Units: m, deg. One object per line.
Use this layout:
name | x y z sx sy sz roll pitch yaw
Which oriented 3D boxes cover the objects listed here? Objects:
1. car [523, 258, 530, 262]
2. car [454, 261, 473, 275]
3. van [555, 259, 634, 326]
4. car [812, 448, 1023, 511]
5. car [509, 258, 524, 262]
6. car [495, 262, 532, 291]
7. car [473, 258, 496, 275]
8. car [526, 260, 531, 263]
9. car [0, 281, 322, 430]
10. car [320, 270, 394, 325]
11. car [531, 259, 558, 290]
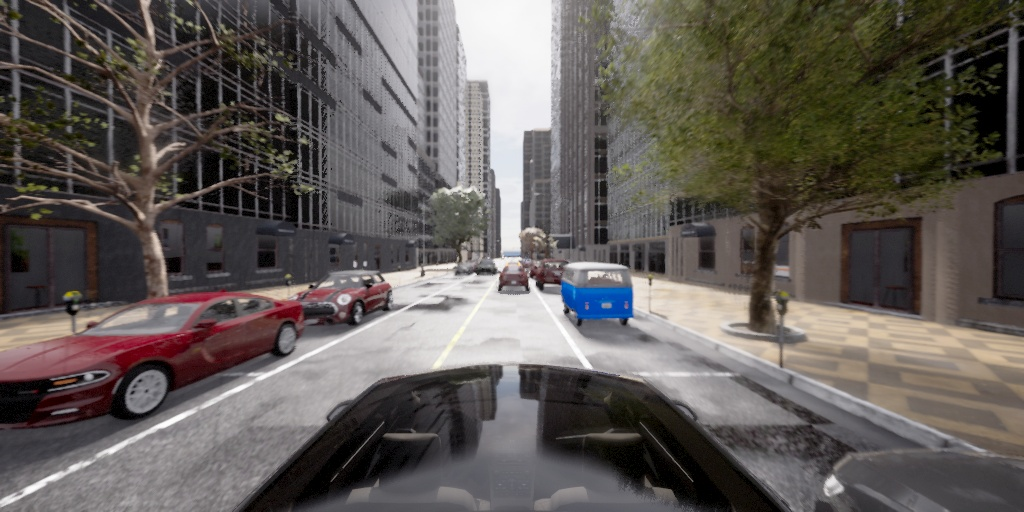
car | 2.602 1.321 56.737 1.967 1.591 4.097 0 0 0
car | -5.290 1.391 39.764 2.007 1.370 4.403 0 0 0
van | 2.572 1.113 11.547 1.690 1.789 3.998 0 0 0
car | 2.564 1.297 0.250 2.007 1.370 4.403 0 0 0
car | 0.124 1.320 40.816 1.882 1.535 5.008 0 0 0
car | 0.106 1.324 22.482 1.812 1.442 4.674 0 0 0
car | -2.780 1.190 39.643 2.097 1.767 4.553 0 0 0
car | 2.587 1.371 34.142 1.888 1.381 4.507 0 0 0
car | -5.315 1.305 5.874 1.888 1.381 4.507 0 0 0
car | -5.309 1.213 11.522 1.967 1.591 4.097 0 0 0
car | 2.579 1.114 22.844 2.192 1.841 5.009 0 0 0
